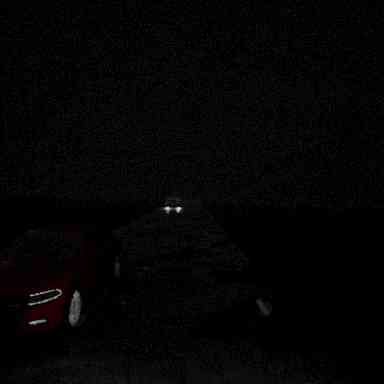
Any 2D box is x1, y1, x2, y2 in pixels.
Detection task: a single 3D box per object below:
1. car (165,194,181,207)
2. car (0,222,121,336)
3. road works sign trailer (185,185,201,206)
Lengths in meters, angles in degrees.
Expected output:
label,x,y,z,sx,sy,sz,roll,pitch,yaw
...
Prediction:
label,x,y,z,sx,sy,sz,roll,pitch,yaw
car,-2.806,1.263,51.284,2.150,2.045,5.566,0,0,0
car,-2.849,1.475,7.092,1.882,1.535,5.008,0,0,0
road works sign trailer,-0.004,0.517,57.621,2.380,3.560,2.880,0,0,0
